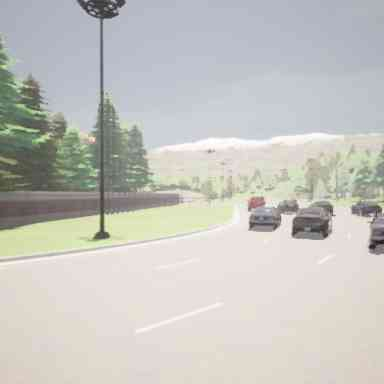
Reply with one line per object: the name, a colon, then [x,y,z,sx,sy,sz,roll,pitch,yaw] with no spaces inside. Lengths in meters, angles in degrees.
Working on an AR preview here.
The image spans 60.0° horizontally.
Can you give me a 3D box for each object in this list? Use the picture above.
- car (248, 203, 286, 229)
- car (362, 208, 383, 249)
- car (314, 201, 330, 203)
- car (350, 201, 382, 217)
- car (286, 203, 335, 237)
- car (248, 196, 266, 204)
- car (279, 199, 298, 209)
car: [5.119,1.726,23.111,2.033,1.411,5.357,0,-1,19]
car: [8.734,1.628,14.493,2.033,1.411,5.357,-1,-1,28]
car: [14.916,1.759,38.315,1.837,1.490,4.892,0,-1,8]
car: [17.849,1.705,34.210,1.837,1.490,4.892,0,-1,9]
car: [6.939,1.637,19.069,1.837,1.490,4.892,1,0,26]
car: [8.781,1.572,44.943,2.150,2.045,5.566,0,-1,8]
car: [11.634,1.643,40.123,2.097,1.767,4.553,0,0,8]
